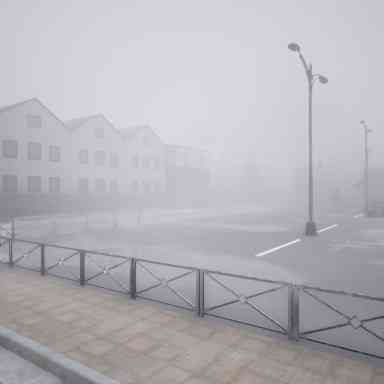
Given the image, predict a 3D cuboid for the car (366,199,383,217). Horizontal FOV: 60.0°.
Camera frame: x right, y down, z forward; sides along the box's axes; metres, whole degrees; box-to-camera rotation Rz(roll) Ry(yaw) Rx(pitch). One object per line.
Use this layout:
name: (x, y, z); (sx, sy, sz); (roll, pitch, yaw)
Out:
car: (15.339, 1.298, 26.865); (2.007, 1.523, 4.514); (0, 0, 35)
